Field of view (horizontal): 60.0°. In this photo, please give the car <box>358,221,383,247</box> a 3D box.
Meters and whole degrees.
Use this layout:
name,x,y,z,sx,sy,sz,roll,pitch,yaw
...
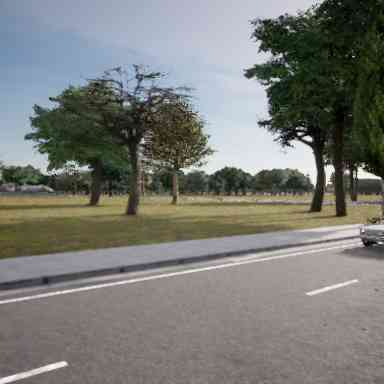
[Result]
name,x,y,z,sx,sy,sz,roll,pitch,yaw
car,9.115,1.675,14.178,4.718,1.301,1.895,0,0,-35
